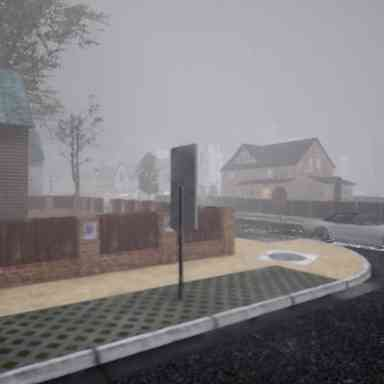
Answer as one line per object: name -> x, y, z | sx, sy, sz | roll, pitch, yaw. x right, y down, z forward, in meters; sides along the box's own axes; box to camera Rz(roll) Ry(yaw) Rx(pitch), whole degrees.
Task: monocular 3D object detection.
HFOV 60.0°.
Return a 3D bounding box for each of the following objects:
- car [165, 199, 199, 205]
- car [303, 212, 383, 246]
car -> -0.714, 1.270, 25.113 | 2.128, 1.511, 4.902 | 1, 0, -35
car -> 7.163, 1.545, 13.916 | 1.895, 1.301, 4.718 | 1, 0, -35
